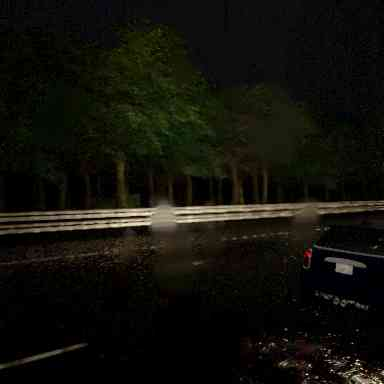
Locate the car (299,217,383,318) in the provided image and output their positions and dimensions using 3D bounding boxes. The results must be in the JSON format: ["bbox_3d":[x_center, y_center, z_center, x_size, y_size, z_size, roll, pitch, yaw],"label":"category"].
[{"bbox_3d":[4.358,1.354,6.985,4.553,1.767,2.097,0,0,-36],"label":"car"}]
